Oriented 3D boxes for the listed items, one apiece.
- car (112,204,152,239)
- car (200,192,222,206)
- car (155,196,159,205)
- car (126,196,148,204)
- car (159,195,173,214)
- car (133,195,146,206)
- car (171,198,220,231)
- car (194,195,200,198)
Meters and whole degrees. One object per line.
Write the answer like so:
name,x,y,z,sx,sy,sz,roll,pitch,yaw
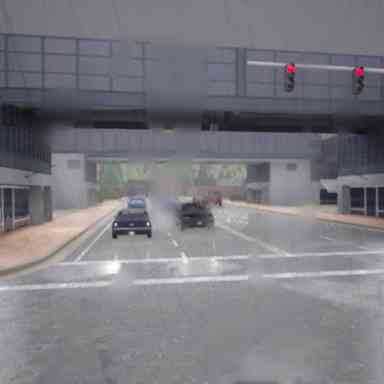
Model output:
car,-3.037,1.541,17.157,1.895,1.301,4.718,-1,0,-9
car,2.933,0.959,48.515,2.150,2.045,5.566,0,0,-6
car,-4.736,1.305,52.080,1.837,1.490,4.892,0,0,-9
car,-5.580,1.356,33.808,1.882,1.535,5.008,-1,0,-9
car,-2.073,1.327,34.024,1.882,1.535,5.008,-1,1,-9
car,-8.214,1.334,51.674,1.882,1.535,5.008,-1,0,-9
car,0.040,1.379,20.172,1.882,1.535,5.008,-1,0,-9
car,1.296,1.263,58.949,1.994,1.385,4.181,-1,0,-9
